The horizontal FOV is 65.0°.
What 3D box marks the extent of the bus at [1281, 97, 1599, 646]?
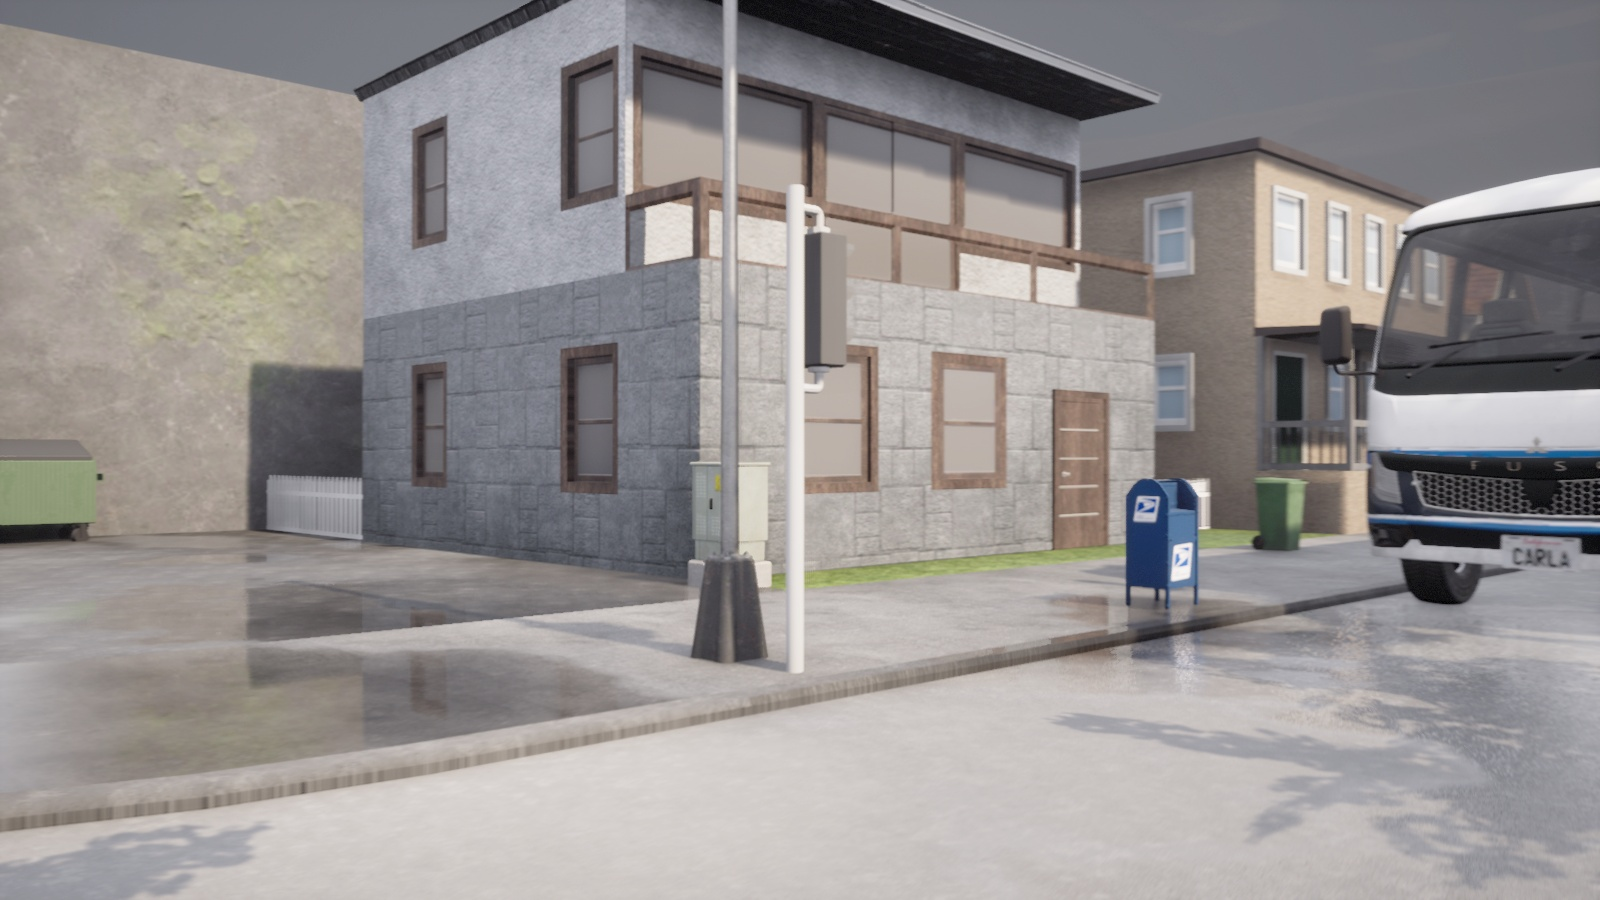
[{"bbox_3d":[9.605,-0.607,13.620,10.273,4.253,3.944,0,0,-42],"label":"bus"}]
